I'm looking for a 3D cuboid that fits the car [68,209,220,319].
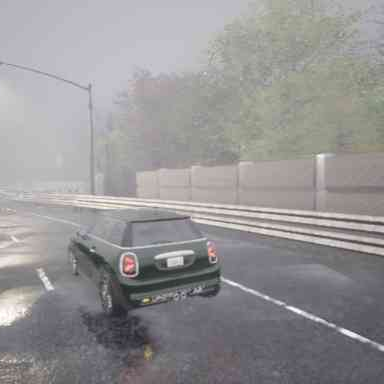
[{"bbox_3d":[-1.352,1.162,7.433,2.097,1.767,4.553,-2,2,-30],"label":"car"}]
